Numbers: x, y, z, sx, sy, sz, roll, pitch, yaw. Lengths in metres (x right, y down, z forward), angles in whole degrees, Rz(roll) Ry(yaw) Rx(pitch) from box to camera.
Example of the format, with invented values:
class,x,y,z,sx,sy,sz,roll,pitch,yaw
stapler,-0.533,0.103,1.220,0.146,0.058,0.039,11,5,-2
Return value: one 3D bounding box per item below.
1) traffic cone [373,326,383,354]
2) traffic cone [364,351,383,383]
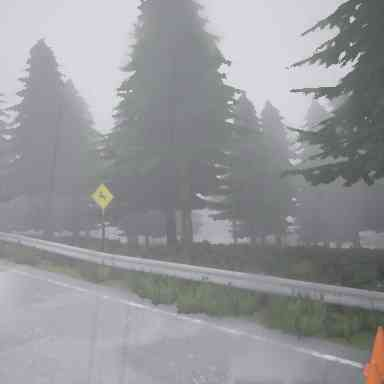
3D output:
class,x,y,z,sx,sy,sz,roll,pitch,yaw
traffic cone,2.329,1.956,4.104,0.340,0.580,0.340,0,0,34
traffic cone,1.785,1.956,3.267,0.340,0.580,0.340,0,0,33
